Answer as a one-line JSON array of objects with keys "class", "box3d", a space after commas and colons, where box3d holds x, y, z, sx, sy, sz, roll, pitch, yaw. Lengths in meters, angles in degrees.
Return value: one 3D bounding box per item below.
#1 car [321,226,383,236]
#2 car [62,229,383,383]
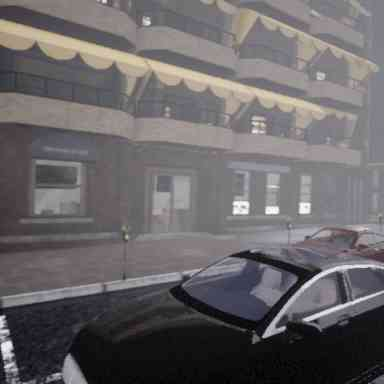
[{"class": "car", "box3d": [4.151, 1.609, 9.103, 4.206, 1.307, 1.802, 1, 1, -33]}, {"class": "car", "box3d": [1.050, 1.490, 4.026, 4.902, 1.511, 2.128, 1, 0, -33]}]
